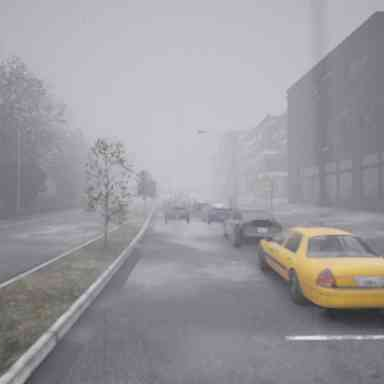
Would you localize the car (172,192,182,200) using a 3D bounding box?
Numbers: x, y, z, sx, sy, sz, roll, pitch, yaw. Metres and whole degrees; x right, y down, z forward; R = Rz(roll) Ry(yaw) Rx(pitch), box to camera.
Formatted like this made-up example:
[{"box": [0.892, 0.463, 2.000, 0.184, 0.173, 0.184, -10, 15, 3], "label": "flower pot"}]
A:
[{"box": [-3.904, 1.071, 85.399, 2.435, 2.045, 5.566, 0, 0, -5], "label": "car"}]

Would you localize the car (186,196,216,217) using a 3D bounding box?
[{"box": [0.853, 1.493, 35.674, 2.231, 1.521, 4.892, 0, 0, -5], "label": "car"}]

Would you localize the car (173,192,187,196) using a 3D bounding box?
[{"box": [-1.790, 1.175, 63.314, 2.435, 2.045, 5.566, 0, 0, -5], "label": "car"}]

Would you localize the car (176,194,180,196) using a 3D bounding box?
[{"box": [-1.264, 1.476, 57.796, 2.163, 1.488, 4.792, 0, 0, -5], "label": "car"}]

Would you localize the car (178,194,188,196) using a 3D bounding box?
[{"box": [-0.731, 1.501, 52.242, 2.002, 1.452, 4.674, 0, 0, -5], "label": "car"}]

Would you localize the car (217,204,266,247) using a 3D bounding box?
[{"box": [2.625, 1.526, 15.160, 2.163, 1.488, 4.792, 0, 0, -2], "label": "car"}]

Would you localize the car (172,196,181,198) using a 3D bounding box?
[{"box": [-2.809, 1.559, 42.952, 1.994, 1.385, 4.181, 0, 0, -5], "label": "car"}]

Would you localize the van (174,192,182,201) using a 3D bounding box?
[{"box": [-3.384, 1.127, 79.966, 1.878, 1.987, 4.442, 0, 0, -5], "label": "van"}]

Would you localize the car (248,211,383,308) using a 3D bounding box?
[{"box": [2.927, 1.486, 8.125, 1.946, 1.575, 5.366, 0, 0, -1], "label": "car"}]

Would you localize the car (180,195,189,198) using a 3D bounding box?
[{"box": [-0.207, 1.504, 46.751, 2.163, 1.488, 4.792, 0, 0, -5], "label": "car"}]

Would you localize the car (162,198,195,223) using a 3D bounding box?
[{"box": [-1.217, 1.505, 25.812, 2.128, 1.511, 4.902, 0, 0, -5], "label": "car"}]

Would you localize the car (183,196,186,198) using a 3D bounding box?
[{"box": [0.324, 1.525, 41.199, 2.002, 1.452, 4.674, 0, 0, -5], "label": "car"}]
